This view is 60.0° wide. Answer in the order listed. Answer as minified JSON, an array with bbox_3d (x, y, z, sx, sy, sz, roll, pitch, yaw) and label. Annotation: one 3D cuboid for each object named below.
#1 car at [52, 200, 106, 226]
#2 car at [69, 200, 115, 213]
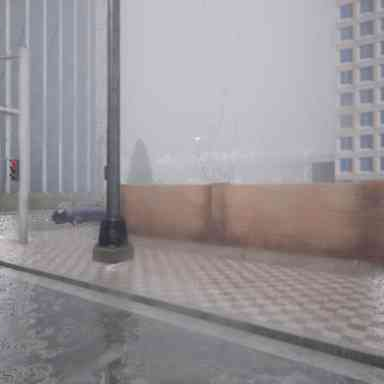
[{"bbox_3d":[-7.242,1.311,23.119,2.097,1.767,4.553,0,0,35],"label":"car"},{"bbox_3d":[-10.872,1.536,36.579,1.895,1.301,4.718,0,0,35],"label":"car"}]
